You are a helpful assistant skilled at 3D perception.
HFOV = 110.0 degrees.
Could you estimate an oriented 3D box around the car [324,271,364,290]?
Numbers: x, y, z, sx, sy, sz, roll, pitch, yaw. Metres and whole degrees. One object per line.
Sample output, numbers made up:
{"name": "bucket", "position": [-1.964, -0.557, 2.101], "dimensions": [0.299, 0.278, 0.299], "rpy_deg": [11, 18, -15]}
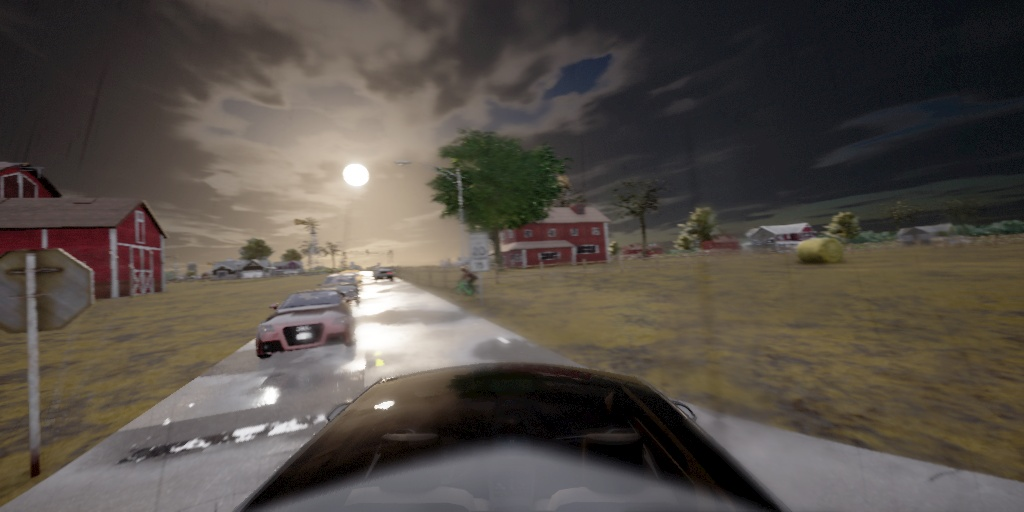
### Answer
{"name": "car", "position": [-9.006, 1.713, 18.941], "dimensions": [2.128, 1.511, 4.902], "rpy_deg": [-3, 0, -22]}

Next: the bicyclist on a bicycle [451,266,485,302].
{"name": "bicyclist on a bicycle", "position": [-2.076, 1.293, 16.774], "dimensions": [1.656, 1.620, 0.582], "rpy_deg": [-2, -1, -22]}

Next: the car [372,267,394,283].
{"name": "car", "position": [-13.707, 1.986, 38.349], "dimensions": [1.837, 1.490, 4.892], "rpy_deg": [-3, 0, -22]}

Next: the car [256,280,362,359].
{"name": "car", "position": [-5.243, 1.589, 9.608], "dimensions": [1.994, 1.385, 4.181], "rpy_deg": [-3, 0, -22]}

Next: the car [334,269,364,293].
{"name": "car", "position": [-12.751, 1.905, 28.290], "dimensions": [1.882, 1.535, 5.008], "rpy_deg": [-3, 0, -22]}
